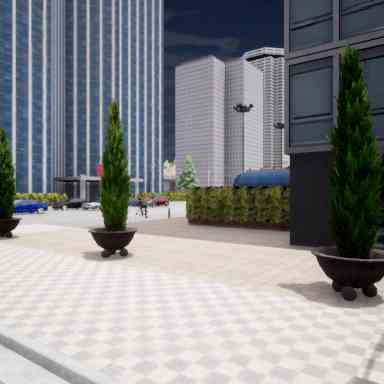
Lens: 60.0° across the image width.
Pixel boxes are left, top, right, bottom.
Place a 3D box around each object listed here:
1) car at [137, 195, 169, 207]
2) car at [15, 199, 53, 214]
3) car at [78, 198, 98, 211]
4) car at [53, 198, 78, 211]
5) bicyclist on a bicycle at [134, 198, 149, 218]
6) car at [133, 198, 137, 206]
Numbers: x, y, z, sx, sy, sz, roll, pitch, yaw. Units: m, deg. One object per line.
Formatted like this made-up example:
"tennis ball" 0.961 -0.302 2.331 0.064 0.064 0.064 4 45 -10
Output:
"car" -5.500 1.352 49.828 2.097 1.767 4.553 0 0 35
"car" -17.060 1.477 33.396 1.882 1.535 5.008 0 0 35
"car" -11.349 1.601 41.528 1.895 1.301 4.718 0 0 35
"car" -15.226 1.477 42.099 1.882 1.535 5.008 0 0 35
"bicyclist on a bicycle" -4.087 1.301 26.668 1.656 1.620 0.582 0 0 35
"car" -9.297 1.547 50.524 2.033 1.411 5.357 0 0 35
